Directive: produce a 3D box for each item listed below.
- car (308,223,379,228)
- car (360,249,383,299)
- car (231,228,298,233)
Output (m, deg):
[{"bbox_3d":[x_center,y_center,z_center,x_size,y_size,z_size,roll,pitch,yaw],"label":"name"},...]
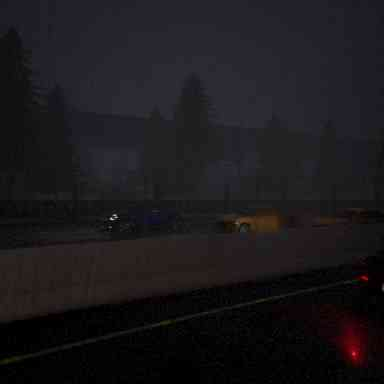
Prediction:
[{"bbox_3d":[8.030,1.550,16.568,5.008,1.535,1.882,1,0,-26],"label":"car"},{"bbox_3d":[5.534,1.578,7.087,4.674,1.442,1.812,0,0,-30],"label":"car"},{"bbox_3d":[3.648,1.499,18.214,5.008,1.535,1.882,1,0,-28],"label":"car"}]
